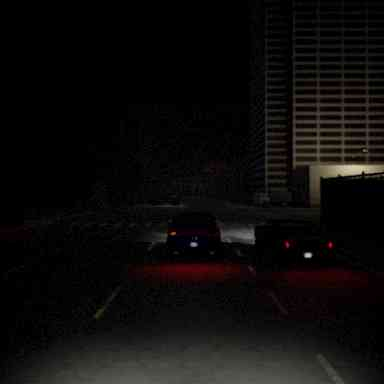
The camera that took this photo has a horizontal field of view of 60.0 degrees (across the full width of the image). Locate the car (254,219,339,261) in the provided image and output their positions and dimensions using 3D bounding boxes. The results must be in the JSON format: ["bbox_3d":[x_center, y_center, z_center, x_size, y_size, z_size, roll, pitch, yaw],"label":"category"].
[{"bbox_3d":[3.577,1.657,12.408,1.895,1.301,4.718,0,0,1],"label":"car"}]

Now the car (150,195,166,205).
[{"bbox_3d":[-6.877,1.841,64.639,2.033,1.411,5.357,0,0,1],"label":"car"}]

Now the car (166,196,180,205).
[{"bbox_3d":[-3.381,1.797,64.556,1.837,1.490,4.892,0,0,1],"label":"car"}]

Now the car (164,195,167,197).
[{"bbox_3d":[-6.830,1.453,80.427,2.097,1.767,4.553,0,0,0],"label":"car"}]

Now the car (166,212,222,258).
[{"bbox_3d":[0.083,1.538,13.124,1.882,1.535,5.008,0,0,1],"label":"car"}]

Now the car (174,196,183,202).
[{"bbox_3d":[-3.330,1.650,80.388,1.994,1.385,4.181,0,0,0],"label":"car"}]
